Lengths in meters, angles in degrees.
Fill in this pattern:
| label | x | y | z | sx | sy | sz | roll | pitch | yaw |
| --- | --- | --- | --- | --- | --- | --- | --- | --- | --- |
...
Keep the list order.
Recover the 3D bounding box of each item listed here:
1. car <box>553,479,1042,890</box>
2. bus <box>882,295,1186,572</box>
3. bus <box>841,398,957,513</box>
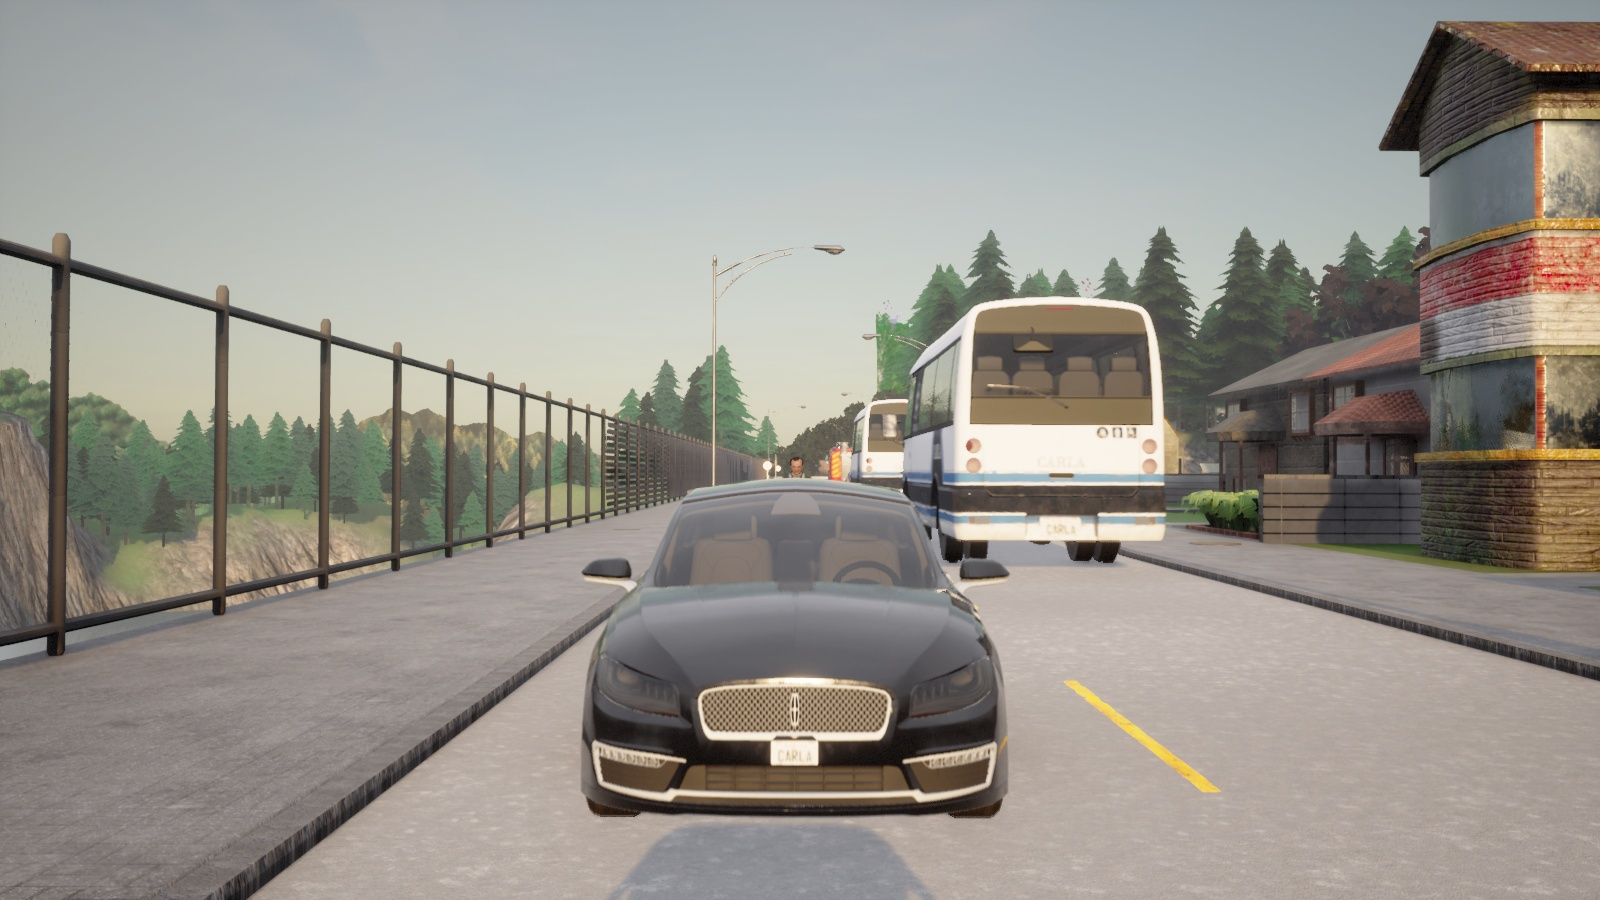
| label | x | y | z | sx | sy | sz | roll | pitch | yaw |
| --- | --- | --- | --- | --- | --- | --- | --- | --- | --- |
| car | -0.017 | 0.939 | 7.176 | 1.837 | 1.490 | 4.892 | 0 | -1 | 0 |
| bus | 3.937 | -0.168 | 24.459 | 3.944 | 4.253 | 10.273 | 0 | -1 | 0 |
| bus | 3.872 | 0.293 | 51.938 | 3.944 | 4.253 | 10.273 | 0 | -1 | 0 |
